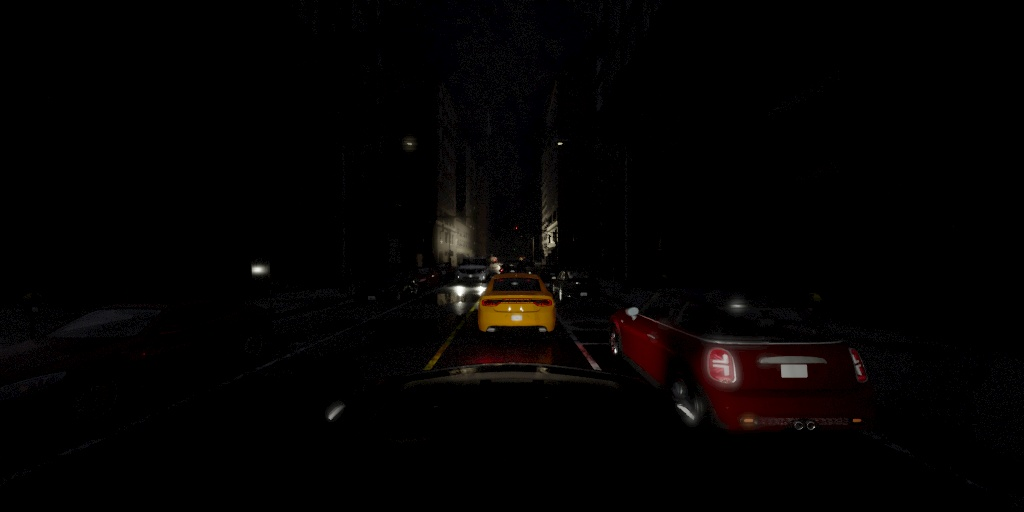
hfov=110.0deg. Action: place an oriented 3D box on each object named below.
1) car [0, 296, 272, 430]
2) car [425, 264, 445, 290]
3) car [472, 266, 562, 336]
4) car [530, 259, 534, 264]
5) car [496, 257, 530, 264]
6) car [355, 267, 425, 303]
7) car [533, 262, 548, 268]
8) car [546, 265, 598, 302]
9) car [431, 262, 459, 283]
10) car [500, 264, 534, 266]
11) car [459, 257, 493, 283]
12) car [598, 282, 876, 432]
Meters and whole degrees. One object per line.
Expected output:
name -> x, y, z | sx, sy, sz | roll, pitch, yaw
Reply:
car -> -5.661, 1.332, 5.590 | 1.802, 1.307, 4.207 | 0, 0, 0
car -> -5.627, 1.334, 22.093 | 1.802, 1.307, 4.207 | 0, 0, 0
car -> 0.115, 1.228, 10.460 | 1.882, 1.535, 5.008 | 0, 0, 0
car -> 3.023, 1.231, 64.665 | 1.967, 1.591, 4.097 | 0, 0, 0
car -> 0.085, 1.105, 28.180 | 2.097, 1.767, 4.553 | 0, 0, 1
car -> -5.638, 1.317, 16.592 | 1.948, 1.339, 4.313 | 0, 0, 0
car -> 2.910, 1.318, 27.577 | 1.948, 1.339, 4.313 | 0, 0, 0
car -> 2.887, 1.301, 16.574 | 2.007, 1.370, 4.403 | 0, 0, 0
car -> -5.615, 1.193, 27.595 | 1.967, 1.591, 4.097 | 0, 0, 0
car -> 0.138, 1.315, 19.448 | 1.994, 1.385, 4.181 | 0, 0, 0
car -> -2.945, 1.081, 28.333 | 2.150, 2.045, 5.566 | 0, 0, 0
car -> 2.865, 1.189, 5.571 | 1.967, 1.591, 4.097 | 0, 0, 0
